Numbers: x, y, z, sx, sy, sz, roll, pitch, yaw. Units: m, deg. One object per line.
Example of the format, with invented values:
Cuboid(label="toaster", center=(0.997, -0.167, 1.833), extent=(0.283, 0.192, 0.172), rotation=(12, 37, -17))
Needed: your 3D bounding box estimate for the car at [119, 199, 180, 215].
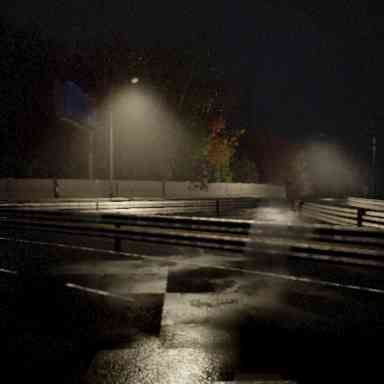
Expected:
Cuboid(label="car", center=(-3.519, 1.292, 28.546), extent=(5.357, 1.411, 2.033), rotation=(0, 1, -31))
